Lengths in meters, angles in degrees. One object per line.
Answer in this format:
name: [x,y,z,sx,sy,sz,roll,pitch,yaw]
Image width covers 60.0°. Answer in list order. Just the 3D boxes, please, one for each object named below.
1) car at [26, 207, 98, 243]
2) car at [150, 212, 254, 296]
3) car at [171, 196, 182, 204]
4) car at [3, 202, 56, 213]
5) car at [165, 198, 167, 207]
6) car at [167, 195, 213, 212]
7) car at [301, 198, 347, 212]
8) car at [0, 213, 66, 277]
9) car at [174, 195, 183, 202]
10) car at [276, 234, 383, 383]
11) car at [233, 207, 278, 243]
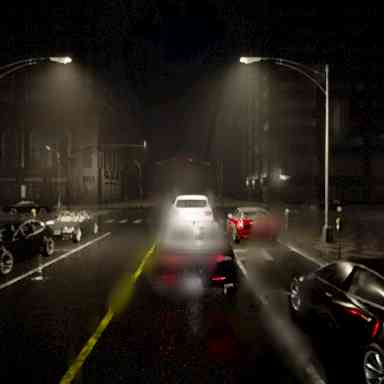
car: [-5.776,1.551,15.919,2.008,1.369,4.403,0,0,0]
car: [0.057,1.491,8.658,2.128,1.511,4.902,0,0,0]
car: [-3.103,1.523,67.167,2.128,1.511,4.902,0,0,0]
car: [-16.436,1.650,34.002,4.718,1.301,1.895,0,0,0]
car: [-3.085,1.368,52.214,2.097,1.767,4.553,0,0,-1]
car: [-0.012,1.221,18.580,2.150,2.045,5.566,0,0,0]
car: [14.856,1.460,37.549,4.892,1.490,1.837,0,0,0]
car: [-5.771,1.565,10.282,1.947,1.339,4.313,0,0,0]
car: [-3.137,1.546,78.080,1.837,1.490,4.892,0,0,0]
car: [2.760,1.565,4.656,1.947,1.339,4.313,0,0,0]
car: [2.749,1.440,15.928,1.967,1.590,4.097,0,0,0]
